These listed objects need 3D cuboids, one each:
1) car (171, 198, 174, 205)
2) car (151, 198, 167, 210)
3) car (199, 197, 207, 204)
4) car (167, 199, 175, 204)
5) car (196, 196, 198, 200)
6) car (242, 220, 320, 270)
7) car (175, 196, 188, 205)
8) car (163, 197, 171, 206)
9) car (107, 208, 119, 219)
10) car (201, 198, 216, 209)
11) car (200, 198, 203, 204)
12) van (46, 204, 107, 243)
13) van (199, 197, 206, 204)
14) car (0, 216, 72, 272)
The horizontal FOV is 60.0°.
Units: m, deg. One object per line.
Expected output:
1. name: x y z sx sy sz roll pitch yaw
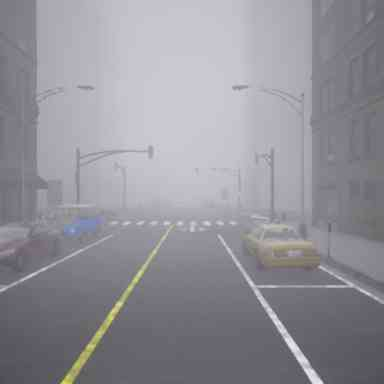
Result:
1. car: -5.582 2.063 71.402 2.192 1.841 5.009 -1 -1 0
2. car: -5.631 2.124 54.388 1.947 1.339 4.313 -1 -1 0
3. car: 3.011 2.330 94.062 2.192 1.841 5.009 -1 -1 0
4. car: -5.527 2.528 88.410 1.802 1.307 4.206 -1 -1 0
5. car: 2.994 2.261 88.391 2.192 1.841 5.009 -1 -1 0
6. car: 2.761 1.634 11.287 1.752 1.417 4.829 -1 -1 0
7. car: -2.771 2.421 82.553 1.994 1.385 4.181 0 -1 0
8. car: -5.617 1.936 60.061 2.192 1.841 5.009 -1 -1 0
9. car: -9.422 1.857 32.128 4.674 1.442 1.812 1 0 0
10. car: 2.894 2.124 54.363 1.947 1.339 4.313 -1 -1 0
11. car: 2.911 2.203 60.034 1.802 1.307 4.206 -1 -1 0
12. van: -5.763 1.501 16.582 1.690 1.788 3.998 -1 -1 0
13. van: 2.943 2.089 71.378 1.690 1.788 3.998 -1 -1 0
14. car: -5.764 1.689 11.122 1.802 1.307 4.206 -1 -1 0
